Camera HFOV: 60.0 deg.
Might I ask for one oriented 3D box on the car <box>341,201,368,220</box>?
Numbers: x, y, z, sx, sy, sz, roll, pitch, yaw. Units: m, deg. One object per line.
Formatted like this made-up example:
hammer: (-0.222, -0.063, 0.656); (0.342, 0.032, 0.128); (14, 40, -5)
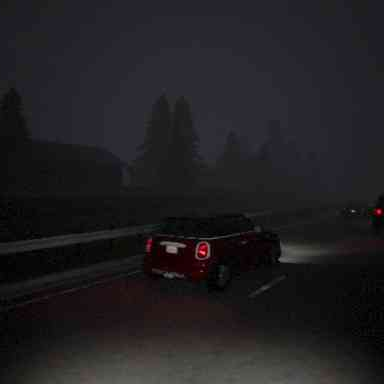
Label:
car: (13.722, 1.455, 27.588); (1.994, 1.385, 4.181); (0, 0, 35)

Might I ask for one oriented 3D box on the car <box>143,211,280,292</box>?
car: (0.778, 1.316, 9.259); (2.097, 1.767, 4.553); (0, 0, 35)

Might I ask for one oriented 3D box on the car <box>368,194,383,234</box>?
car: (11.252, 1.148, 18.026); (2.150, 2.045, 5.566); (0, 0, 35)
